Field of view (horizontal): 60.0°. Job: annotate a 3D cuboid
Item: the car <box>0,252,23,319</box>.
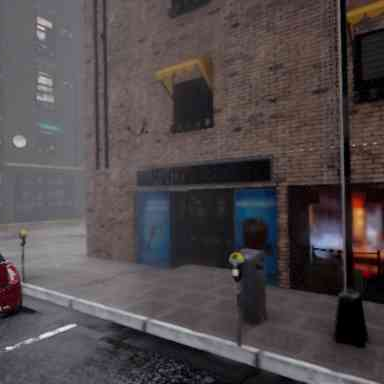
[{"bbox_3d":[-5.079,1.523,6.355,4.097,1.590,1.967,-1,-1,35],"label":"car"}]
